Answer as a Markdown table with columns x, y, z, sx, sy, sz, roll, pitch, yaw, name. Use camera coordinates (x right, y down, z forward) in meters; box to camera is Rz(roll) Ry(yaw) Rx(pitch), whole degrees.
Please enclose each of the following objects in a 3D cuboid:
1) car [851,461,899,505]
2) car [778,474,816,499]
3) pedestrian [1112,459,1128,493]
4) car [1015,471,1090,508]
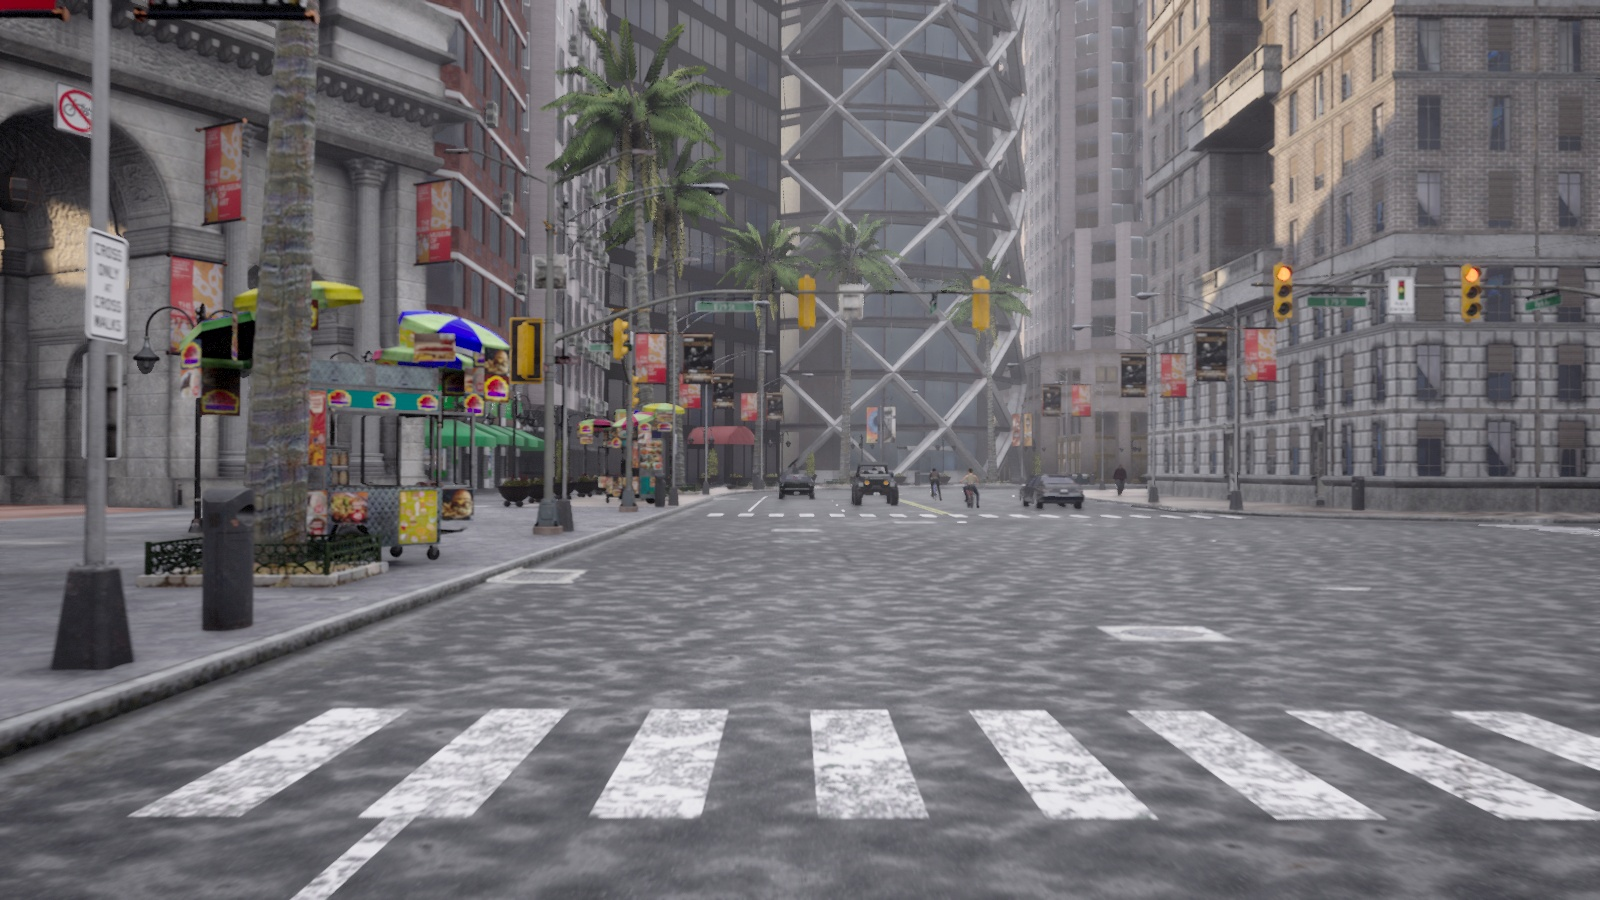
| x | y | z | sx | sy | sz | roll | pitch | yaw | name |
| --- | --- | --- | --- | --- | --- | --- | --- | --- | --- |
| 3.298 | 1.430 | 55.771 | 1.905 | 1.878 | 3.866 | 0 | -1 | 0 | car |
| -0.150 | 1.910 | 66.519 | 1.895 | 1.301 | 4.718 | 0 | -1 | 0 | car |
| 17.294 | 1.417 | 67.878 | 0.634 | 1.844 | 0.899 | 0 | -1 | 2 | pedestrian |
| 10.375 | 1.598 | 52.019 | 2.033 | 1.411 | 5.357 | 0 | -1 | 0 | car |
